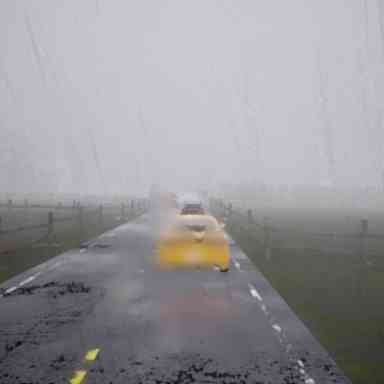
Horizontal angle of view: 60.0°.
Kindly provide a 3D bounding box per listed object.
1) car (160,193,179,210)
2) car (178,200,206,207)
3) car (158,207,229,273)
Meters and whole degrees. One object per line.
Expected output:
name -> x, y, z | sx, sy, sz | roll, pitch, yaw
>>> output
car -> -2.799, 1.098, 42.036 | 2.150, 2.045, 5.566 | 0, 0, 0
car -> 0.080, 1.422, 26.468 | 1.837, 1.490, 4.892 | 0, 0, 0
car -> 0.065, 1.442, 10.554 | 1.882, 1.535, 5.008 | 0, 0, 1
